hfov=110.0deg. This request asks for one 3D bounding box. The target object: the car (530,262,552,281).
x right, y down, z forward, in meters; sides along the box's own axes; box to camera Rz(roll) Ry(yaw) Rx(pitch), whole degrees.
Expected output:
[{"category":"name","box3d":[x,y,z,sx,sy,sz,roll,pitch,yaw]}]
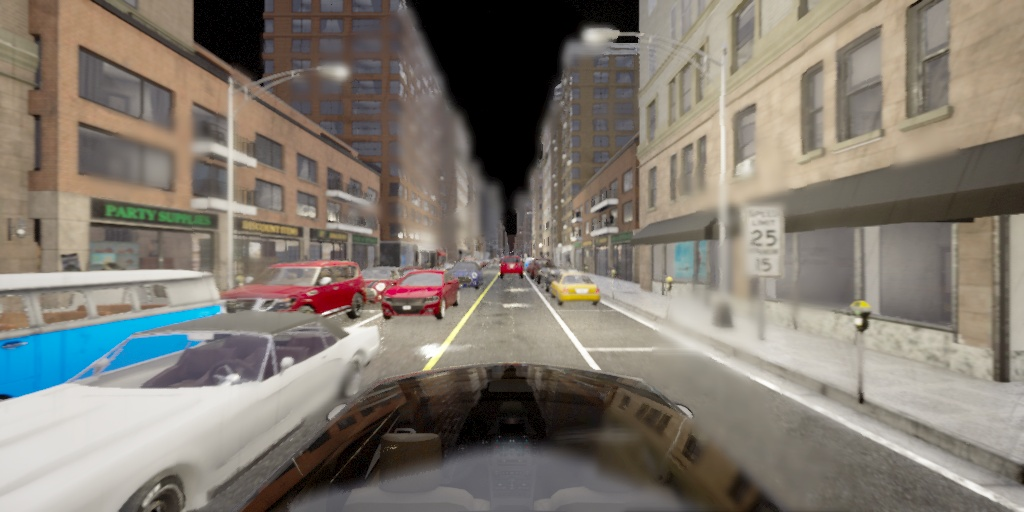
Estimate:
[{"category":"car","box3d":[2.650,1.364,26.968,1.948,1.339,4.313,0,0,0]}]

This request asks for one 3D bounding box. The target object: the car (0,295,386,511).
[{"category":"car","box3d":[-3.081,1.355,3.687,1.895,1.301,4.718,0,0,-1]}]

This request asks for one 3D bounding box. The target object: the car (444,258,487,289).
[{"category":"car","box3d":[-3.015,1.143,23.215,2.097,1.767,4.553,0,0,0]}]

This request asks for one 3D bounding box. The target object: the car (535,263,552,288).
[{"category":"car","box3d":[2.654,1.338,21.374,2.007,1.370,4.403,0,0,0]}]

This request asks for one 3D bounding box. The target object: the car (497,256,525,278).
[{"category":"car","box3d":[-0.022,1.034,34.394,2.150,2.045,5.566,0,0,0]}]

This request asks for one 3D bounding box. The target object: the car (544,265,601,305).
[{"category":"car","box3d":[2.658,1.303,15.950,1.751,1.417,4.829,0,0,0]}]

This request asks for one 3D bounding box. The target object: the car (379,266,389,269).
[{"category":"car","box3d":[-5.868,1.217,15.750,1.967,1.591,4.097,0,0,0]}]

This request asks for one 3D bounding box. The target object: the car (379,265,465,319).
[{"category":"car","box3d":[-3.088,1.249,13.040,1.882,1.535,5.008,0,0,0]}]

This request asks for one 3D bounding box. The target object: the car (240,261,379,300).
[{"category":"car","box3d":[-5.864,1.081,10.154,2.192,1.841,5.009,0,0,0]}]

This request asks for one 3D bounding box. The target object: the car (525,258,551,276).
[{"category":"car","box3d":[2.646,1.123,32.563,2.192,1.841,5.009,0,0,0]}]

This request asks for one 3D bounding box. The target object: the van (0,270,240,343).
[{"category":"van","box3d":[-5.859,1.096,4.558,1.690,1.789,3.998,0,0,0]}]
